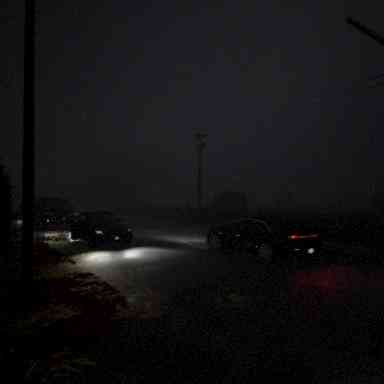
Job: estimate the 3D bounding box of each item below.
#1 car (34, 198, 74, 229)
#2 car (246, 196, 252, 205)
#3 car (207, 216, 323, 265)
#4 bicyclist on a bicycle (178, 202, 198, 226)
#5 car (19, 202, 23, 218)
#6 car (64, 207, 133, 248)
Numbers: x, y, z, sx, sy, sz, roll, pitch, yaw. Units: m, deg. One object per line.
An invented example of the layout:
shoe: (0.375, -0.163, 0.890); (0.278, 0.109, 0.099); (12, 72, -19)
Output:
car: (-9.995, 1.430, 24.122); (2.150, 2.045, 5.566); (1, -1, -35)
car: (13.604, 1.980, 80.751); (1.905, 1.878, 3.866); (6, 2, 12)
car: (2.437, 1.626, 12.413); (2.128, 1.511, 4.902); (1, -1, -32)
bicyclist on a bicycle: (-0.259, 1.534, 23.113); (1.656, 1.620, 0.582); (0, -1, -34)
car: (-15.729, 1.626, 32.629); (2.097, 1.767, 4.553); (1, -1, -34)
car: (-4.464, 1.672, 15.940); (1.812, 1.442, 4.674); (1, -1, -34)
